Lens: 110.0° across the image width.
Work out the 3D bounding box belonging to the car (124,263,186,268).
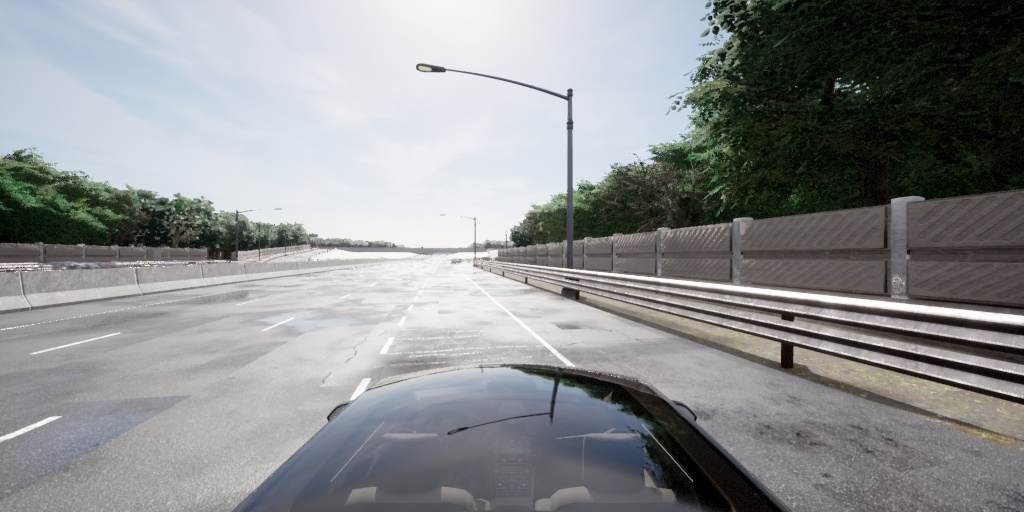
[{"bbox_3d":[-30.673,1.314,31.837,2.033,1.411,5.357,0,0,-11],"label":"car"}]

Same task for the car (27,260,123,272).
[{"bbox_3d":[-24.766,1.105,19.691,2.097,1.767,4.553,0,0,-11],"label":"car"}]
